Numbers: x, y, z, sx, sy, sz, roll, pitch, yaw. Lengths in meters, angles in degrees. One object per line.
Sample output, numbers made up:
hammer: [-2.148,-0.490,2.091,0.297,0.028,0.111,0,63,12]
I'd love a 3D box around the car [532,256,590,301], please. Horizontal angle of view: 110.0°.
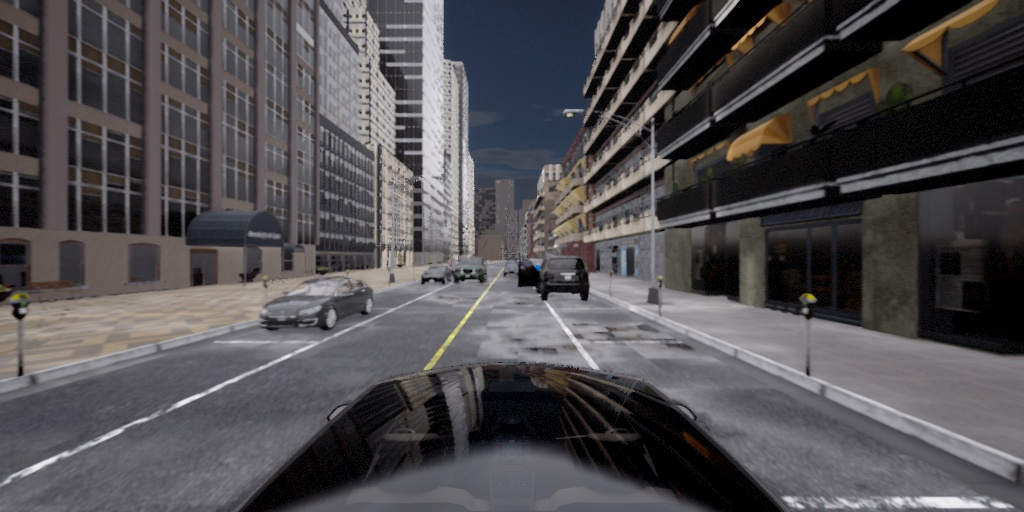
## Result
car: [2.388,1.028,17.979,2.150,2.045,5.566,0,0,0]

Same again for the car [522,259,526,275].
car: [2.675,1.482,49.705,1.888,1.381,4.507,0,0,0]

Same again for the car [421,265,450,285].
car: [-5.700,1.409,27.613,1.948,1.339,4.313,0,0,0]

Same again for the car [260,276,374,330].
car: [-5.695,1.333,11.045,2.007,1.370,4.403,0,0,0]

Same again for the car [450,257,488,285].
car: [-3.107,1.069,27.914,2.150,2.045,5.566,0,-1,0]

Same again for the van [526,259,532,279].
van: [2.678,1.229,38.661,1.690,1.789,3.998,0,0,0]

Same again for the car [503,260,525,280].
car: [0.017,1.436,38.674,2.033,1.411,5.357,0,0,1]
